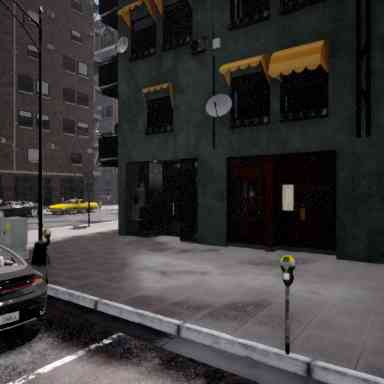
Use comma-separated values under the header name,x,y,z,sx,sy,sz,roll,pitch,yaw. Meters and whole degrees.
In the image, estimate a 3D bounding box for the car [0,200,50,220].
name,x,y,z,sx,sy,sz,roll,pitch,yaw
car,-13.932,1.350,25.986,2.008,1.369,4.403,1,1,35

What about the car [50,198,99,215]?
name,x,y,z,sx,sy,sz,roll,pitch,yaw
car,-10.845,1.249,30.412,1.752,1.417,4.829,1,1,35

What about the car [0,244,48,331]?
name,x,y,z,sx,sy,sz,roll,pitch,yaw
car,-4.360,1.551,5.980,4.403,1.369,2.008,0,0,35
